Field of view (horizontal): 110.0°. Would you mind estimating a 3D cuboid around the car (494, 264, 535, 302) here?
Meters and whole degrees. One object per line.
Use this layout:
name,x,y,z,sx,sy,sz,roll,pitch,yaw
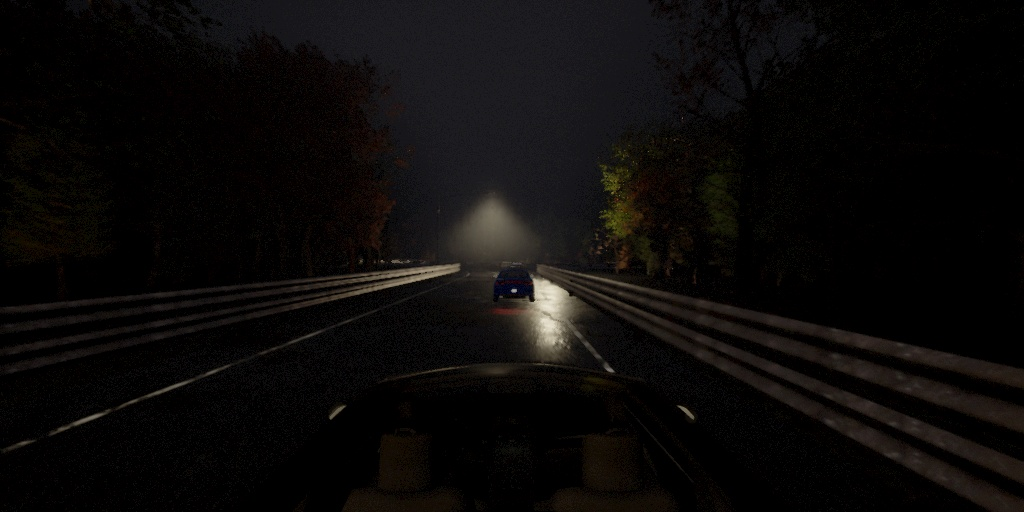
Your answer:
car,0.094,1.379,18.214,1.882,1.535,5.008,0,0,0
